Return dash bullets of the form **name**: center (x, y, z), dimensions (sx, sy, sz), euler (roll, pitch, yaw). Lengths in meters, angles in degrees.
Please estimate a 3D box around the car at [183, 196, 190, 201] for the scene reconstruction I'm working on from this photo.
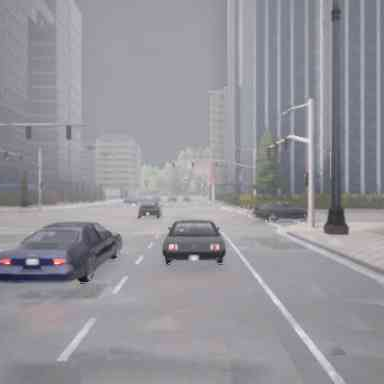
- **car**: center (-1.416, 1.672, 90.441), dimensions (1.895, 1.301, 4.718), euler (0, 0, -1)

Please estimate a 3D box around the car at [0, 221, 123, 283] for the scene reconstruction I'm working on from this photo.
- **car**: center (-3.439, 1.566, 9.702), dimensions (2.033, 1.411, 5.357), euler (0, 0, 0)

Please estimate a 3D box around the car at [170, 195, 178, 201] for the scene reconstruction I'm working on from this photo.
- **car**: center (-4.915, 1.602, 90.357), dimensions (2.128, 1.511, 4.902), euler (0, 0, -1)

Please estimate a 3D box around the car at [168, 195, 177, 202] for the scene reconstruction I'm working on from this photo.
- **car**: center (-4.753, 1.667, 80.108), dimensions (1.812, 1.442, 4.674), euler (0, 0, -1)

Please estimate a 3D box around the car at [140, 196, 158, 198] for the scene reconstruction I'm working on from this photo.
- **car**: center (-7.991, 1.680, 62.391), dimensions (1.994, 1.385, 4.181), euler (0, 0, 0)

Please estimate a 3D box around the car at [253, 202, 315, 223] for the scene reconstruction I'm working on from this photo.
- **car**: center (7.228, 1.554, 26.132), dimensions (4.892, 1.490, 1.837), euler (0, -3, -11)

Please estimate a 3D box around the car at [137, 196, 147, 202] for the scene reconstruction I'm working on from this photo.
- **car**: center (-11.732, 1.665, 78.719), dimensions (1.812, 1.442, 4.674), euler (0, 0, -1)

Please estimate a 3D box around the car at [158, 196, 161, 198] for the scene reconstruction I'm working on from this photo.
- **car**: center (-8.232, 1.681, 78.729), dimensions (2.033, 1.411, 5.357), euler (0, 0, -1)

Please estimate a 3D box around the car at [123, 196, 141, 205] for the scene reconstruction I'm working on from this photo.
- **car**: center (-11.492, 1.469, 62.429), dimensions (2.097, 1.767, 4.553), euler (0, 0, -1)

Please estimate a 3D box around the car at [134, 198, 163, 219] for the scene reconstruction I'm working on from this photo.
- **car**: center (-3.737, 1.561, 30.145), dimensions (1.837, 1.490, 4.892), euler (0, 0, -1)

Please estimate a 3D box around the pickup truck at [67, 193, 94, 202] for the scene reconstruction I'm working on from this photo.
- **pickup truck**: center (-24.791, 1.199, 74.684), dimensions (2.390, 2.098, 6.274), euler (0, 0, 30)

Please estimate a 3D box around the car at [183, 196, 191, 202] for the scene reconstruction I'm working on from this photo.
- **car**: center (-1.248, 1.680, 79.794), dimensions (2.033, 1.411, 5.357), euler (0, 0, -1)

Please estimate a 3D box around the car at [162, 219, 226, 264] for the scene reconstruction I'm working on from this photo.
- **car**: center (0.065, 1.623, 11.834), dimensions (1.895, 1.301, 4.718), euler (0, 0, 0)
